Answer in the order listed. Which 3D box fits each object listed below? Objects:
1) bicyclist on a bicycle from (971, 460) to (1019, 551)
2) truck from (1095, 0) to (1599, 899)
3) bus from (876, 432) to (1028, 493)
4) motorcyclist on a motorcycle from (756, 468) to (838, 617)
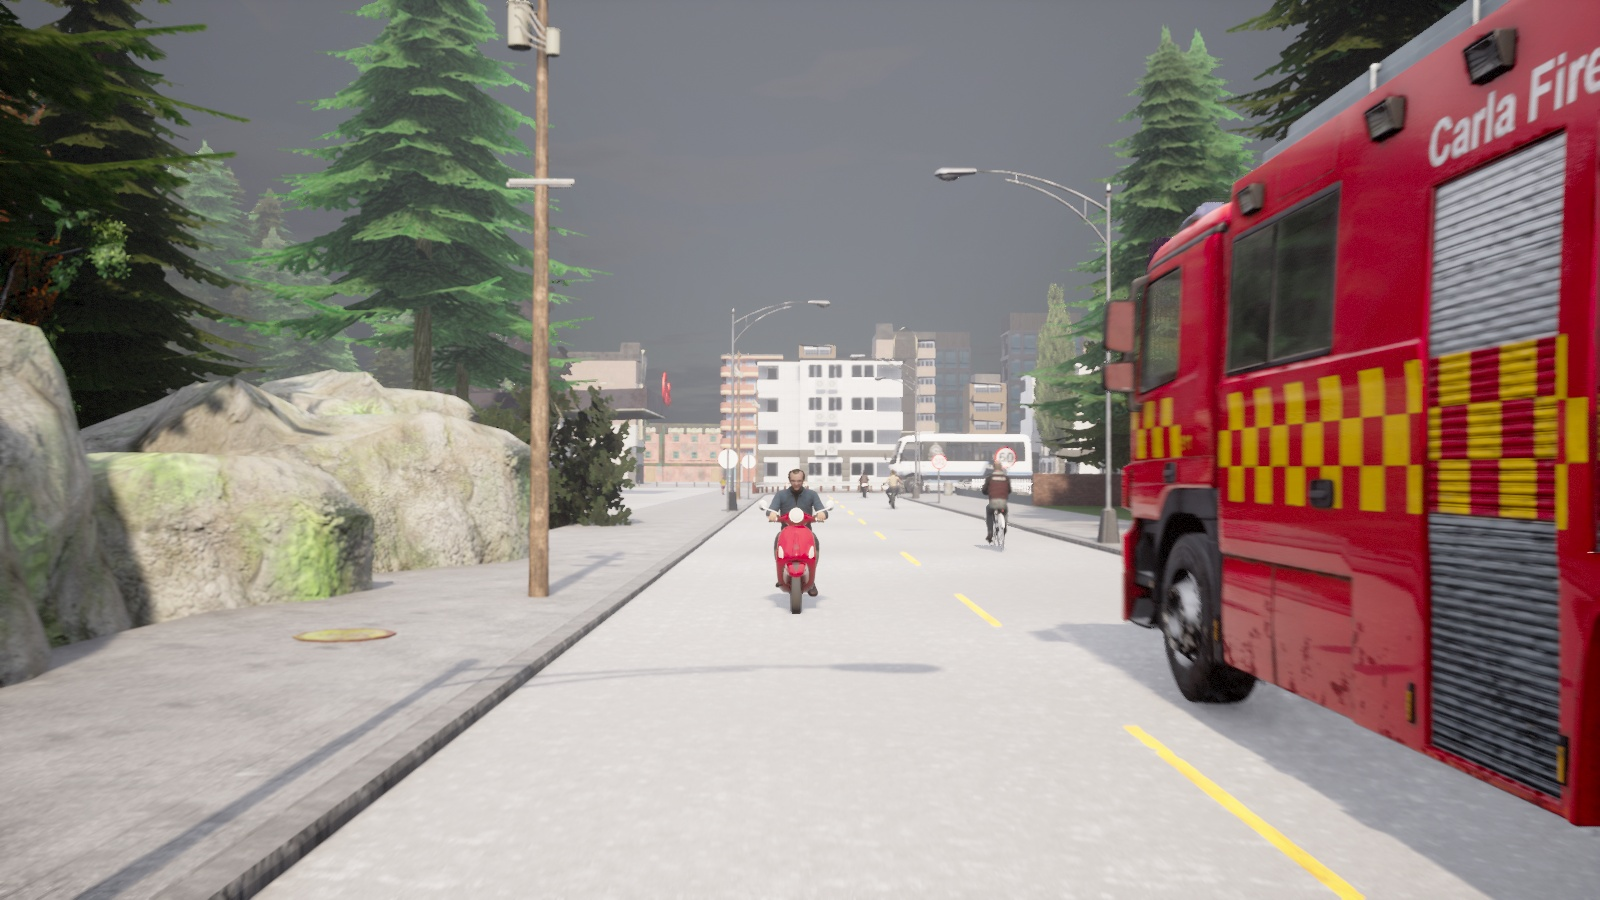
[{"bbox_3d":[3.939,1.096,25.474,0.659,1.776,1.843,0,-1,0],"label":"bicyclist on a bicycle"},{"bbox_3d":[3.981,-0.257,6.498,2.891,3.827,8.468,0,-1,0],"label":"truck"},{"bbox_3d":[10.827,0.905,90.165,10.273,4.253,3.944,0,-1,-3],"label":"bus"},{"bbox_3d":[-0.034,1.009,14.400,0.866,1.590,1.817,0,-1,0],"label":"motorcyclist on a motorcycle"}]
